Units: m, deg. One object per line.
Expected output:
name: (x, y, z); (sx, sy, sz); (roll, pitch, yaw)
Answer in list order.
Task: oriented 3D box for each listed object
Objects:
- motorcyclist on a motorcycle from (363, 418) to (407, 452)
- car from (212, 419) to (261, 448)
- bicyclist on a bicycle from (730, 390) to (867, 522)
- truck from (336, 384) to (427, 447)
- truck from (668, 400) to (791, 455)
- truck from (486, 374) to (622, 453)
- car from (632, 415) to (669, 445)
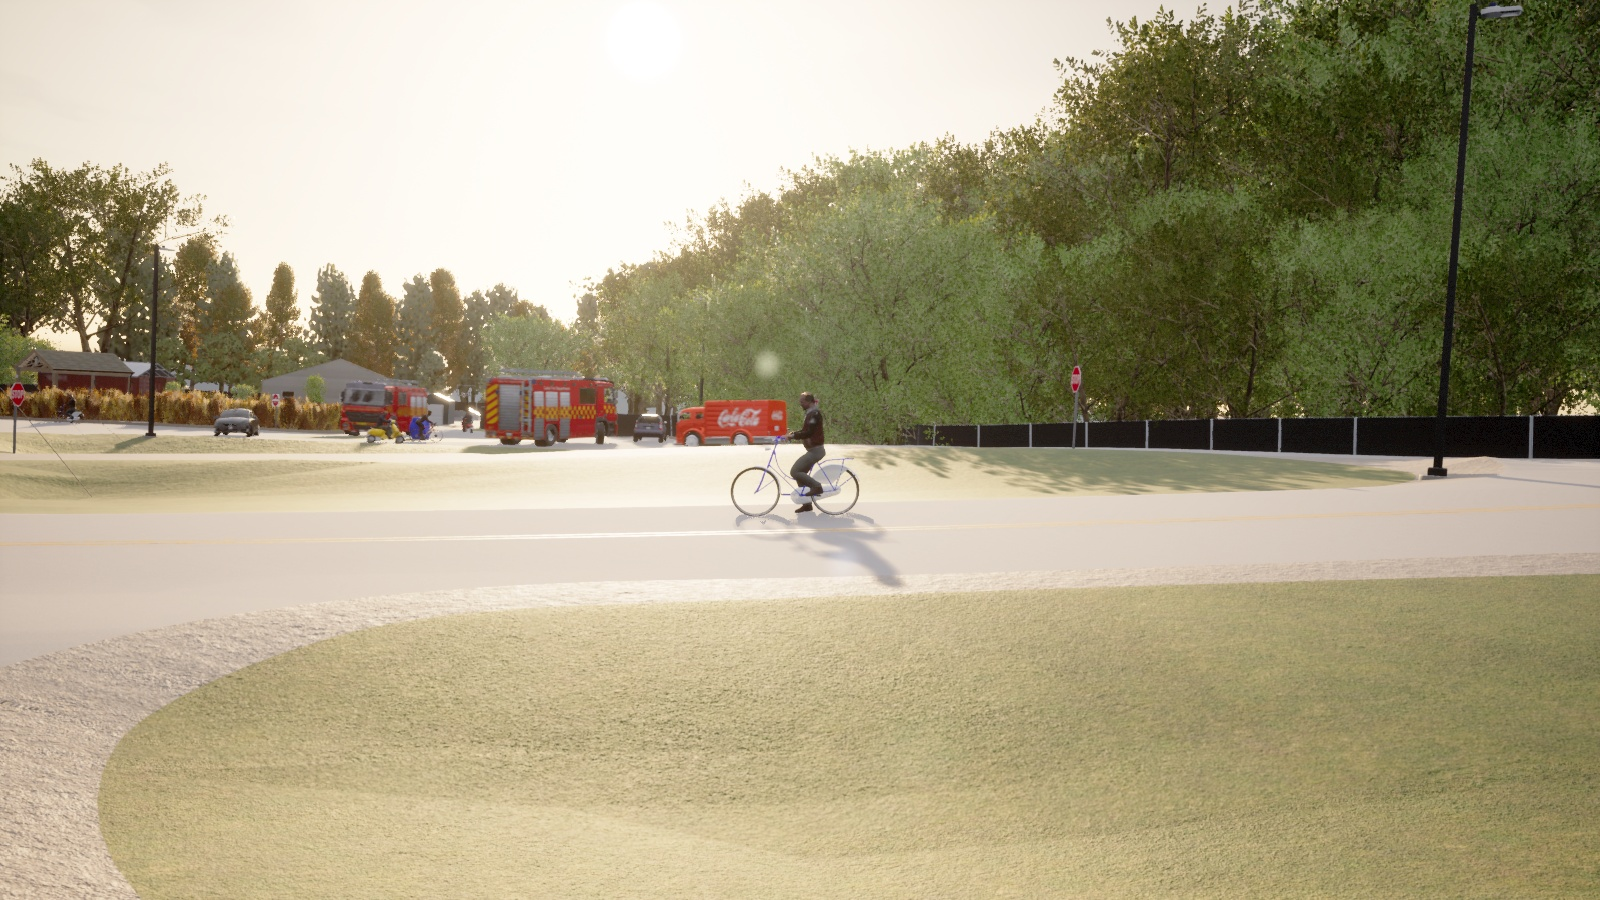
motorcyclist on a motorcycle: (-19.789, -0.719, 59.917); (1.817, 1.590, 0.866); (1, 2, -7)
car: (-30.871, -0.929, 68.880); (1.837, 1.490, 4.892); (0, 2, -17)
bicyclist on a bicycle: (-0.028, 0.069, 17.746); (1.843, 1.776, 0.659); (-2, 3, -5)
truck: (-27.615, -2.304, 83.331); (2.891, 3.827, 8.468); (2, 2, 2)
truck: (-3.360, -1.054, 60.198); (5.204, 2.467, 2.627); (-1, 0, 24)
truck: (-12.657, -1.972, 65.568); (2.891, 3.827, 8.468); (2, 3, 21)
car: (-8.757, -1.192, 73.710); (1.851, 1.617, 3.988); (1, 2, -3)
